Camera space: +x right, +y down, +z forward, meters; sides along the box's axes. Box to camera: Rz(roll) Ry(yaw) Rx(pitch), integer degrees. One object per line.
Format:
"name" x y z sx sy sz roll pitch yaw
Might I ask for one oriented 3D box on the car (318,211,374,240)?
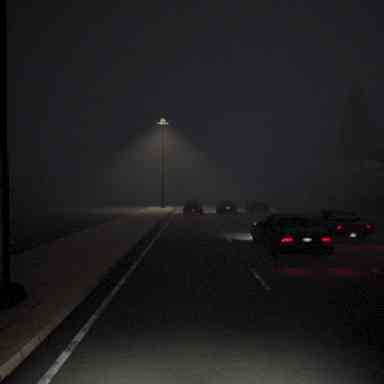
"car" 7.100 1.601 16.878 1.895 1.301 4.718 0 0 0

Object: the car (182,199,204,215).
"car" 0.094 1.526 33.366 1.812 1.442 4.674 0 0 0

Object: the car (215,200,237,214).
"car" 3.597 1.563 35.341 1.994 1.385 4.181 0 0 0

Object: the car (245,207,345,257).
"car" 3.601 1.547 12.899 2.033 1.411 5.357 0 0 0

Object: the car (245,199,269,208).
"car" 7.098 1.478 36.744 1.882 1.535 5.008 0 0 0

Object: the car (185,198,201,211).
"car" 0.092 1.564 42.636 1.994 1.385 4.181 0 0 0
